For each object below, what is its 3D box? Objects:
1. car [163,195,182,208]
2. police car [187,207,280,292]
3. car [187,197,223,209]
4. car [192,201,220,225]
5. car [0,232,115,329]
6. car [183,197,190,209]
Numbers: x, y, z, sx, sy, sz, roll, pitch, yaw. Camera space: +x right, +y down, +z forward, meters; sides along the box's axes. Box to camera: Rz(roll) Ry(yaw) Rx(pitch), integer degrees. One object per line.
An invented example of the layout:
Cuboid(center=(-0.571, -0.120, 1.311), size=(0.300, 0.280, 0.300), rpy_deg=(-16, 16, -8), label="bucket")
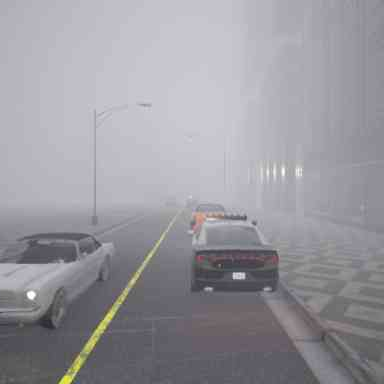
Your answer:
Cuboid(center=(-2.989, 1.420, 48.572), size=(2.097, 1.767, 4.553), rpy_deg=(0, 0, 0), label="car")
Cuboid(center=(0.917, 1.426, 9.045), size=(1.930, 1.638, 5.238), rpy_deg=(0, 0, 0), label="police car")
Cuboid(center=(0.938, 1.360, 18.906), size=(2.097, 1.767, 4.553), rpy_deg=(0, 0, 0), label="car")
Cuboid(center=(0.953, 1.493, 24.935), size=(1.882, 1.535, 5.008), rpy_deg=(0, 0, 0), label="car")
Cuboid(center=(-3.087, 1.601, 7.045), size=(1.895, 1.301, 4.718), rpy_deg=(0, 0, 0), label="car")
Cuboid(center=(0.113, 1.663, 46.539), size=(1.895, 1.301, 4.718), rpy_deg=(0, 0, 1), label="car")
